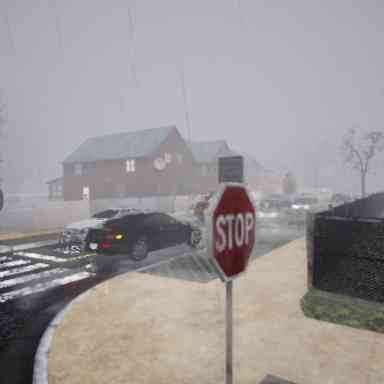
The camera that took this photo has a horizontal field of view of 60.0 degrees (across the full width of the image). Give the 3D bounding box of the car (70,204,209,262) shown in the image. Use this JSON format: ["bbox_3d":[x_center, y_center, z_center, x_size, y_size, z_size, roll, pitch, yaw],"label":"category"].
[{"bbox_3d":[-1.534,1.360,11.548,1.812,1.442,4.674,0,1,36],"label":"car"}]

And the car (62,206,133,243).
[{"bbox_3d":[-3.262,1.360,14.355,1.812,1.442,4.674,-1,1,36],"label":"car"}]

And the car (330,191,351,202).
[{"bbox_3d":[19.057,0.542,42.721,1.812,1.442,4.674,-1,1,33],"label":"car"}]

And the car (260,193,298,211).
[{"bbox_3d":[7.857,0.875,31.064,2.128,1.511,4.902,-1,1,34],"label":"car"}]

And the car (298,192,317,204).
[{"bbox_3d":[13.400,0.731,39.422,1.994,1.385,4.181,-1,1,34],"label":"car"}]

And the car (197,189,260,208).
[{"bbox_3d":[2.360,0.826,22.750,2.150,2.045,5.566,-1,1,34],"label":"car"}]
